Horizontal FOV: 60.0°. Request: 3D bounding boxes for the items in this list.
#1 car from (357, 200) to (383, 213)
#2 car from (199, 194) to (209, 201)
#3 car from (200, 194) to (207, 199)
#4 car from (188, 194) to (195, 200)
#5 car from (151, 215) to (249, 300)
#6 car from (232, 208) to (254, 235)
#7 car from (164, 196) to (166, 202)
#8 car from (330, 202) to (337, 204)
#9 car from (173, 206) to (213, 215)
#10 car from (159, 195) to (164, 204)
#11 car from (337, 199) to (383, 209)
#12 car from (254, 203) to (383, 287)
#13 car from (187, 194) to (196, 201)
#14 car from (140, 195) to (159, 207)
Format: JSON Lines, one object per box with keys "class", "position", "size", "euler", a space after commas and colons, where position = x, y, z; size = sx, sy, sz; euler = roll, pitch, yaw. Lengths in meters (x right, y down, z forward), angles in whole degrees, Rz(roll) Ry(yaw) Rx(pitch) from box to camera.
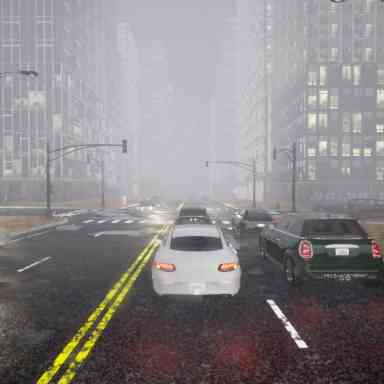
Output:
{"class": "car", "position": [21.721, 1.642, 37.941], "size": [4.829, 1.417, 1.752], "euler": [1, 0, 1]}
{"class": "car", "position": [3.062, 1.396, 80.400], "size": [1.882, 1.535, 5.008], "euler": [0, 0, 0]}
{"class": "car", "position": [3.036, 1.266, 90.817], "size": [1.812, 1.442, 4.674], "euler": [0, 0, 0]}
{"class": "car", "position": [-0.214, 1.220, 90.810], "size": [1.882, 1.535, 5.008], "euler": [0, 0, 0]}
{"class": "car", "position": [0.083, 1.522, 8.228], "size": [1.812, 1.442, 4.674], "euler": [0, 0, 0]}
{"class": "car", "position": [3.307, 1.555, 17.890], "size": [1.994, 1.385, 4.181], "euler": [0, 0, 0]}
{"class": "car", "position": [-6.670, 1.417, 71.521], "size": [1.882, 1.535, 5.008], "euler": [0, 0, 0]}
{"class": "car", "position": [15.072, 1.702, 35.427], "size": [4.718, 1.301, 1.895], "euler": [0, 1, 0]}
{"class": "car", "position": [0.059, 1.495, 17.477], "size": [1.837, 1.490, 4.892], "euler": [0, 0, 0]}
{"class": "car", "position": [-6.712, 1.430, 61.146], "size": [1.882, 1.535, 5.008], "euler": [0, 0, 1]}
{"class": "car", "position": [16.132, 1.519, 29.641], "size": [5.009, 1.841, 2.192], "euler": [1, 0, 1]}
{"class": "car", "position": [3.329, 1.348, 9.504], "size": [2.097, 1.767, 4.553], "euler": [0, 0, 0]}
{"class": "car", "position": [-0.189, 1.418, 80.393], "size": [1.837, 1.490, 4.892], "euler": [0, 0, 0]}
{"class": "car", "position": [-6.709, 1.528, 50.821], "size": [1.994, 1.385, 4.181], "euler": [0, 0, 0]}
